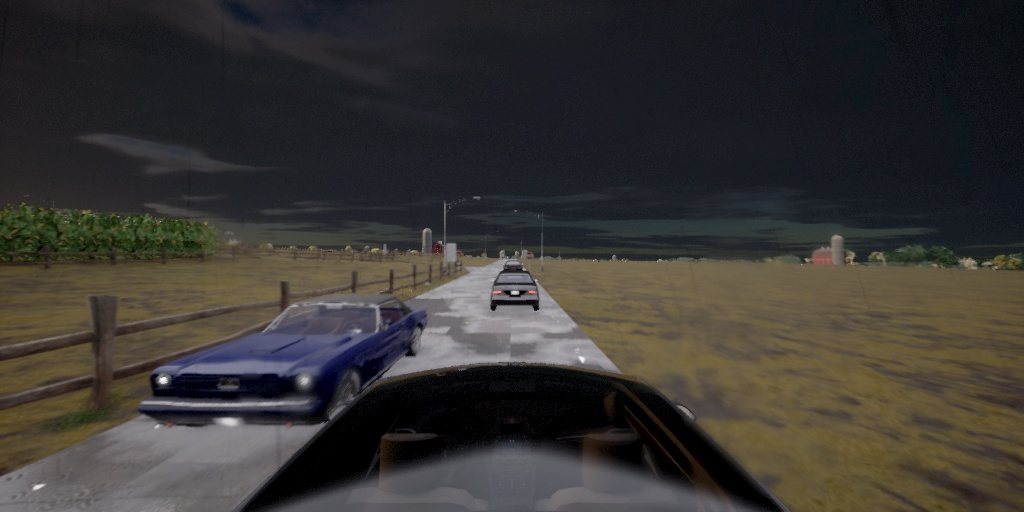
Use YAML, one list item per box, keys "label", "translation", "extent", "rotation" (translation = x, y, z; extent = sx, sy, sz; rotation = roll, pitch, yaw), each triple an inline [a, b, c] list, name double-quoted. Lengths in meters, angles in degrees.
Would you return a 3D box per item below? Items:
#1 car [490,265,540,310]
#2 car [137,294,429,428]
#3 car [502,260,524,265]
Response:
- label: "car"
  translation: [0.102, 1.286, 14.671]
  extent: [2.033, 1.411, 5.357]
  rotation: [0, 0, 0]
- label: "car"
  translation: [-2.806, 1.351, 5.786]
  extent: [1.895, 1.301, 4.718]
  rotation: [0, 0, 1]
- label: "car"
  translation: [0.107, 1.145, 34.334]
  extent: [1.882, 1.535, 5.008]
  rotation: [0, 0, 0]
